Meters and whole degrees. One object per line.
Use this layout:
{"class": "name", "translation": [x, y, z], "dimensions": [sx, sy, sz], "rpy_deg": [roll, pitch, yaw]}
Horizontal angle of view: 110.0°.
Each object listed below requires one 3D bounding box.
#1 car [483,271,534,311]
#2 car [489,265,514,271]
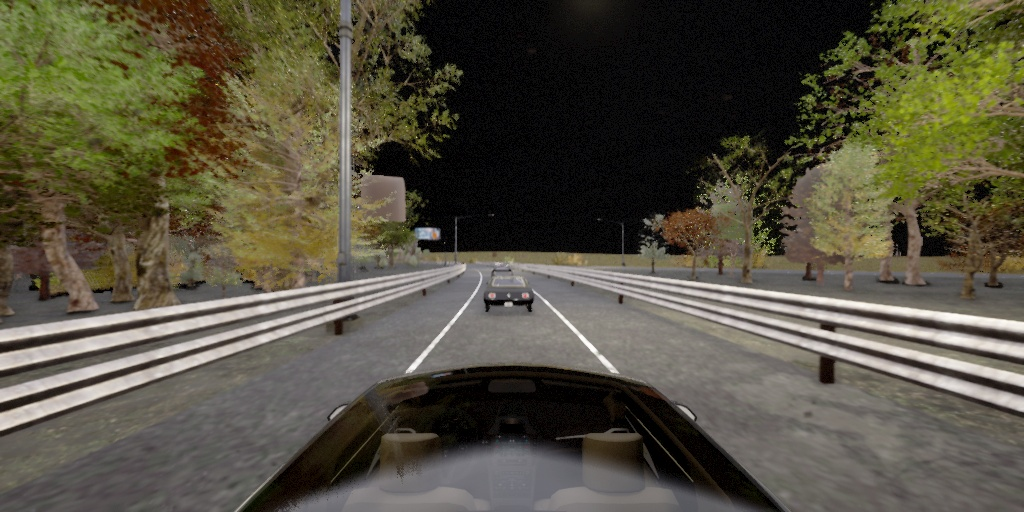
{"class": "car", "translation": [-0.168, 1.485, 15.163], "dimensions": [1.895, 1.301, 4.718], "rpy_deg": [0, -1, -1]}
{"class": "car", "translation": [-0.873, 1.533, 30.484], "dimensions": [2.128, 1.511, 4.902], "rpy_deg": [0, 0, -3]}
